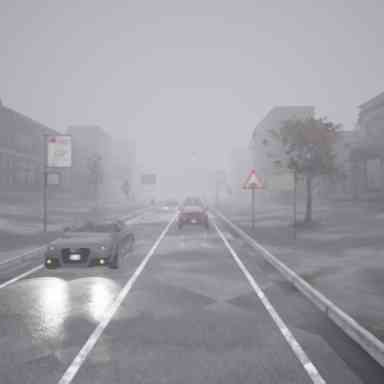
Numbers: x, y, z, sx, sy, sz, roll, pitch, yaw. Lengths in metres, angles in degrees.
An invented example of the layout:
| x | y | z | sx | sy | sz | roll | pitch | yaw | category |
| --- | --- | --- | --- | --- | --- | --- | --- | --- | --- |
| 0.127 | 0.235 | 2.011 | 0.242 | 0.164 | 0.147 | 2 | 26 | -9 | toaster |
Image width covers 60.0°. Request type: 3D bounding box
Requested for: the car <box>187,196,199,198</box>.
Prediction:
| x | y | z | sx | sy | sz | roll | pitch | yaw | category |
| --- | --- | --- | --- | --- | --- | --- | --- | --- | --- |
| 0.095 | 1.240 | 39.095 | 2.097 | 1.767 | 4.553 | 0 | 0 | 0 | car |

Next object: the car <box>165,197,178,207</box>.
| x | y | z | sx | sy | sz | roll | pitch | yaw | category |
| --- | --- | --- | --- | --- | --- | --- | --- | --- | --- |
| -3.078 | 1.524 | 51.323 | 1.812 | 1.442 | 4.674 | 0 | -1 | 0 | car |

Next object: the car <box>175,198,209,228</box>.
| x | y | z | sx | sy | sz | roll | pitch | yaw | category |
| --- | --- | --- | --- | --- | --- | --- | --- | --- | --- |
| 0.098 | 1.424 | 21.380 | 1.812 | 1.442 | 4.674 | 0 | 2 | 0 | car |

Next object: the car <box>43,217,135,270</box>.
| x | y | z | sx | sy | sz | roll | pitch | yaw | category |
| --- | --- | --- | --- | --- | --- | --- | --- | --- | --- |
| -3.101 | 1.537 | 10.825 | 1.994 | 1.385 | 4.181 | 0 | 0 | 0 | car |
